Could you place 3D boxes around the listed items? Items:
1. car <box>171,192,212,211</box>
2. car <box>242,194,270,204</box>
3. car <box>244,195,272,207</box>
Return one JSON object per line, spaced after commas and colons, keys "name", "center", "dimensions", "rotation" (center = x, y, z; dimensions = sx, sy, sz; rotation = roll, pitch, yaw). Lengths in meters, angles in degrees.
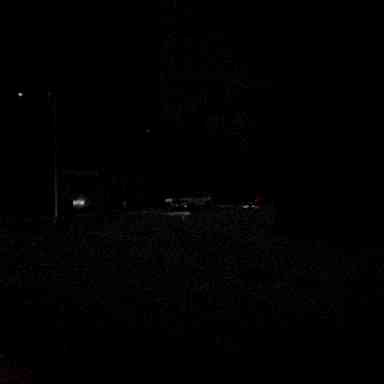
{"name": "car", "center": [0.022, 0.996, 36.527], "dimensions": [2.150, 2.045, 5.566], "rotation": [-2, -1, 35]}
{"name": "car", "center": [9.642, 0.981, 49.892], "dimensions": [2.033, 1.411, 5.357], "rotation": [-2, -1, 35]}
{"name": "car", "center": [8.919, 1.185, 44.040], "dimensions": [1.812, 1.442, 4.674], "rotation": [-2, -1, 36]}
